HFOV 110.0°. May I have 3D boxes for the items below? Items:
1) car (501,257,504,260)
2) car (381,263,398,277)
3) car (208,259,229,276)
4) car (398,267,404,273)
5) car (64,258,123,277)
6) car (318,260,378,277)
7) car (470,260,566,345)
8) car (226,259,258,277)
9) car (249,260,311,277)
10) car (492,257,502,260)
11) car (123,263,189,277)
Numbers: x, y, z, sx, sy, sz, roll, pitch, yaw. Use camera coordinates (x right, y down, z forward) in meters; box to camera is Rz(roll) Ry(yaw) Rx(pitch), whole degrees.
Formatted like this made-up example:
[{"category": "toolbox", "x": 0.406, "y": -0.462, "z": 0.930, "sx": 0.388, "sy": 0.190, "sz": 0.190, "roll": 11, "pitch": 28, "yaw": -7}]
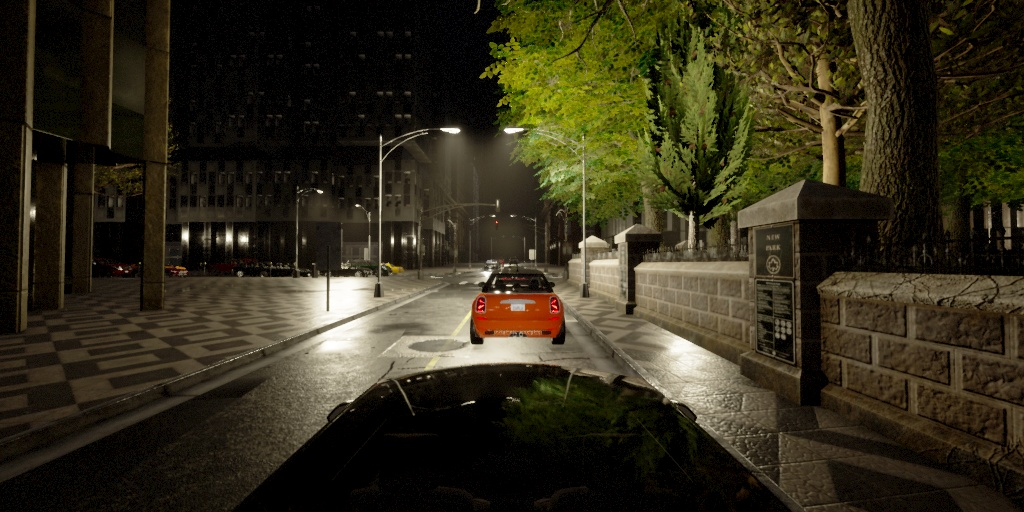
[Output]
[{"category": "car", "x": -2.813, "y": 1.369, "z": 61.127, "sx": 1.837, "sy": 1.490, "sz": 4.892, "roll": 0, "pitch": 0, "yaw": 1}, {"category": "car", "x": -13.739, "y": 1.125, "z": 34.138, "sx": 4.553, "sy": 1.767, "sz": 2.097, "roll": 0, "pitch": -1, "yaw": 0}, {"category": "car", "x": -30.968, "y": 1.236, "z": 40.154, "sx": 5.009, "sy": 1.841, "sz": 2.192, "roll": 0, "pitch": 0, "yaw": 1}, {"category": "car", "x": -14.602, "y": 1.425, "z": 39.990, "sx": 4.829, "sy": 1.417, "sz": 1.751, "roll": 0, "pitch": 0, "yaw": 1}, {"category": "car", "x": -36.559, "y": 1.061, "z": 31.686, "sx": 5.009, "sy": 1.841, "sz": 2.192, "roll": 0, "pitch": 0, "yaw": 1}, {"category": "car", "x": -14.508, "y": 1.267, "z": 31.466, "sx": 4.403, "sy": 1.370, "sz": 2.007, "roll": 0, "pitch": 0, "yaw": 1}, {"category": "car", "x": 0.129, "y": 1.107, "z": 9.689, "sx": 2.097, "sy": 1.767, "sz": 4.553, "roll": 0, "pitch": 0, "yaw": 0}, {"category": "car", "x": -23.884, "y": 1.291, "z": 34.238, "sx": 4.892, "sy": 1.490, "sz": 1.837, "roll": 0, "pitch": -1, "yaw": 0}, {"category": "car", "x": -20.021, "y": 1.289, "z": 31.521, "sx": 4.313, "sy": 1.339, "sz": 1.948, "roll": 0, "pitch": 0, "yaw": 1}, {"category": "car", "x": -2.876, "y": 1.325, "z": 50.753, "sx": 2.128, "sy": 1.511, "sz": 4.902, "roll": 0, "pitch": 0, "yaw": 0}, {"category": "car", "x": -31.046, "y": 1.320, "z": 31.631, "sx": 4.207, "sy": 1.307, "sz": 1.802, "roll": 0, "pitch": 0, "yaw": 1}]
